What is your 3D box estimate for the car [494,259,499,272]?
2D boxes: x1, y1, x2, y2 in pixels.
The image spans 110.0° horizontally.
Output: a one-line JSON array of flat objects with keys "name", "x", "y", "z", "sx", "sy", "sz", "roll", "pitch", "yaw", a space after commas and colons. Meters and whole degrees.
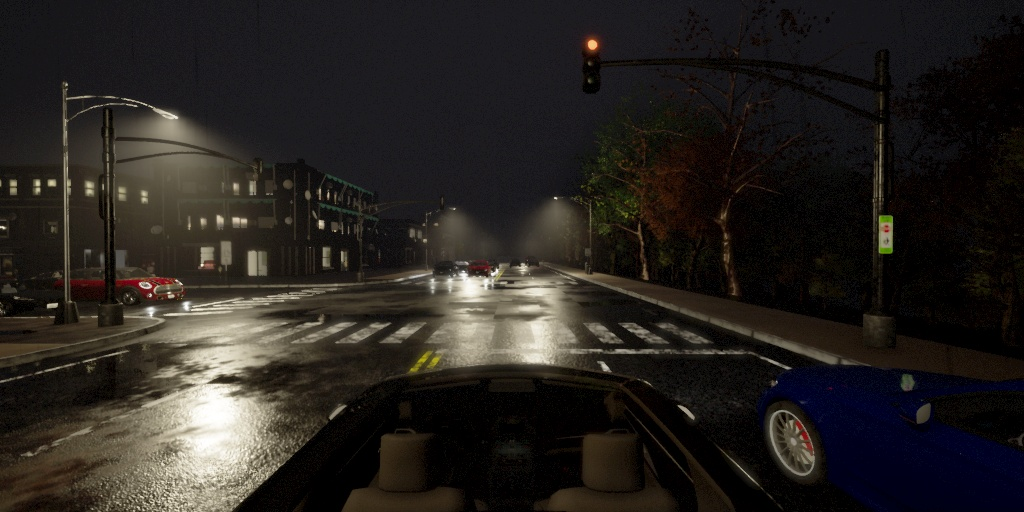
[{"name": "car", "x": -2.994, "y": 1.261, "z": 44.641, "sx": 1.812, "sy": 1.442, "sz": 4.674, "roll": 0, "pitch": 0, "yaw": 1}]

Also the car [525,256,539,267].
[{"name": "car", "x": 3.853, "y": 1.204, "z": 64.701, "sx": 1.882, "sy": 1.535, "sz": 5.008, "roll": 0, "pitch": 0, "yaw": 1}]

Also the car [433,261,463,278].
[{"name": "car", "x": -6.330, "y": 1.217, "z": 34.738, "sx": 1.882, "sy": 1.535, "sz": 5.008, "roll": 0, "pitch": 0, "yaw": 1}]

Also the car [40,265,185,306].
[{"name": "car", "x": -17.989, "y": 1.302, "z": 16.539, "sx": 4.553, "sy": 1.767, "sz": 2.097, "roll": -1, "pitch": 1, "yaw": 0}]

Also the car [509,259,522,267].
[{"name": "car", "x": 0.591, "y": 1.232, "z": 63.214, "sx": 1.837, "sy": 1.490, "sz": 4.892, "roll": 0, "pitch": 0, "yaw": 0}]

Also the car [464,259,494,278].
[{"name": "car", "x": -3.074, "y": 1.217, "z": 34.580, "sx": 1.882, "sy": 1.535, "sz": 5.008, "roll": 0, "pitch": 0, "yaw": 1}]

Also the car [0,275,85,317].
[{"name": "car", "x": -19.854, "y": 1.565, "z": 13.822, "sx": 4.313, "sy": 1.339, "sz": 1.948, "roll": 0, "pitch": 0, "yaw": 1}]

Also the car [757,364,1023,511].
[{"name": "car", "x": 3.355, "y": 1.276, "z": 1.635, "sx": 1.812, "sy": 1.442, "sz": 4.674, "roll": 0, "pitch": 0, "yaw": 1}]
